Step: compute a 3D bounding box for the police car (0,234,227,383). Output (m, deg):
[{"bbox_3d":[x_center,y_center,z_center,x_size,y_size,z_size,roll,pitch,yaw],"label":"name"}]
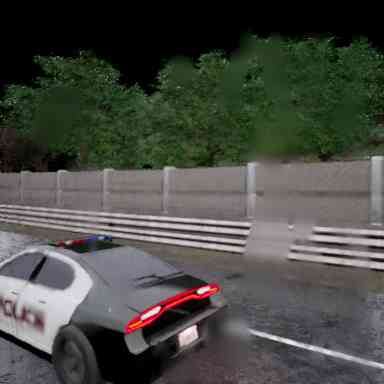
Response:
[{"bbox_3d":[-2.005,1.491,5.302,4.974,1.542,2.038,0,0,36],"label":"police car"}]
